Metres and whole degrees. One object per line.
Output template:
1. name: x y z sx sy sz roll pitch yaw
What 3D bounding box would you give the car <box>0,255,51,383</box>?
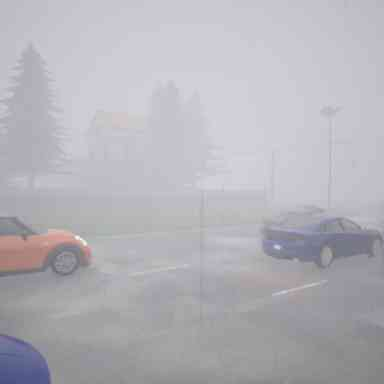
1. car: -3.282 1.472 1.454 5.008 1.535 1.882 1 0 -35

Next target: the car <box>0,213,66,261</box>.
1. car: -7.385 1.550 11.412 5.357 1.411 2.033 0 0 -35

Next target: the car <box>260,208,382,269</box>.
1. car: 4.569 1.508 11.368 5.008 1.535 1.882 0 0 -36

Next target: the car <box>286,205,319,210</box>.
1. car: 5.740 1.589 16.501 5.357 1.411 2.033 0 0 -36

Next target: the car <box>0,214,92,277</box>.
1. car: -5.078 1.355 8.843 4.553 1.767 2.097 0 0 -35
